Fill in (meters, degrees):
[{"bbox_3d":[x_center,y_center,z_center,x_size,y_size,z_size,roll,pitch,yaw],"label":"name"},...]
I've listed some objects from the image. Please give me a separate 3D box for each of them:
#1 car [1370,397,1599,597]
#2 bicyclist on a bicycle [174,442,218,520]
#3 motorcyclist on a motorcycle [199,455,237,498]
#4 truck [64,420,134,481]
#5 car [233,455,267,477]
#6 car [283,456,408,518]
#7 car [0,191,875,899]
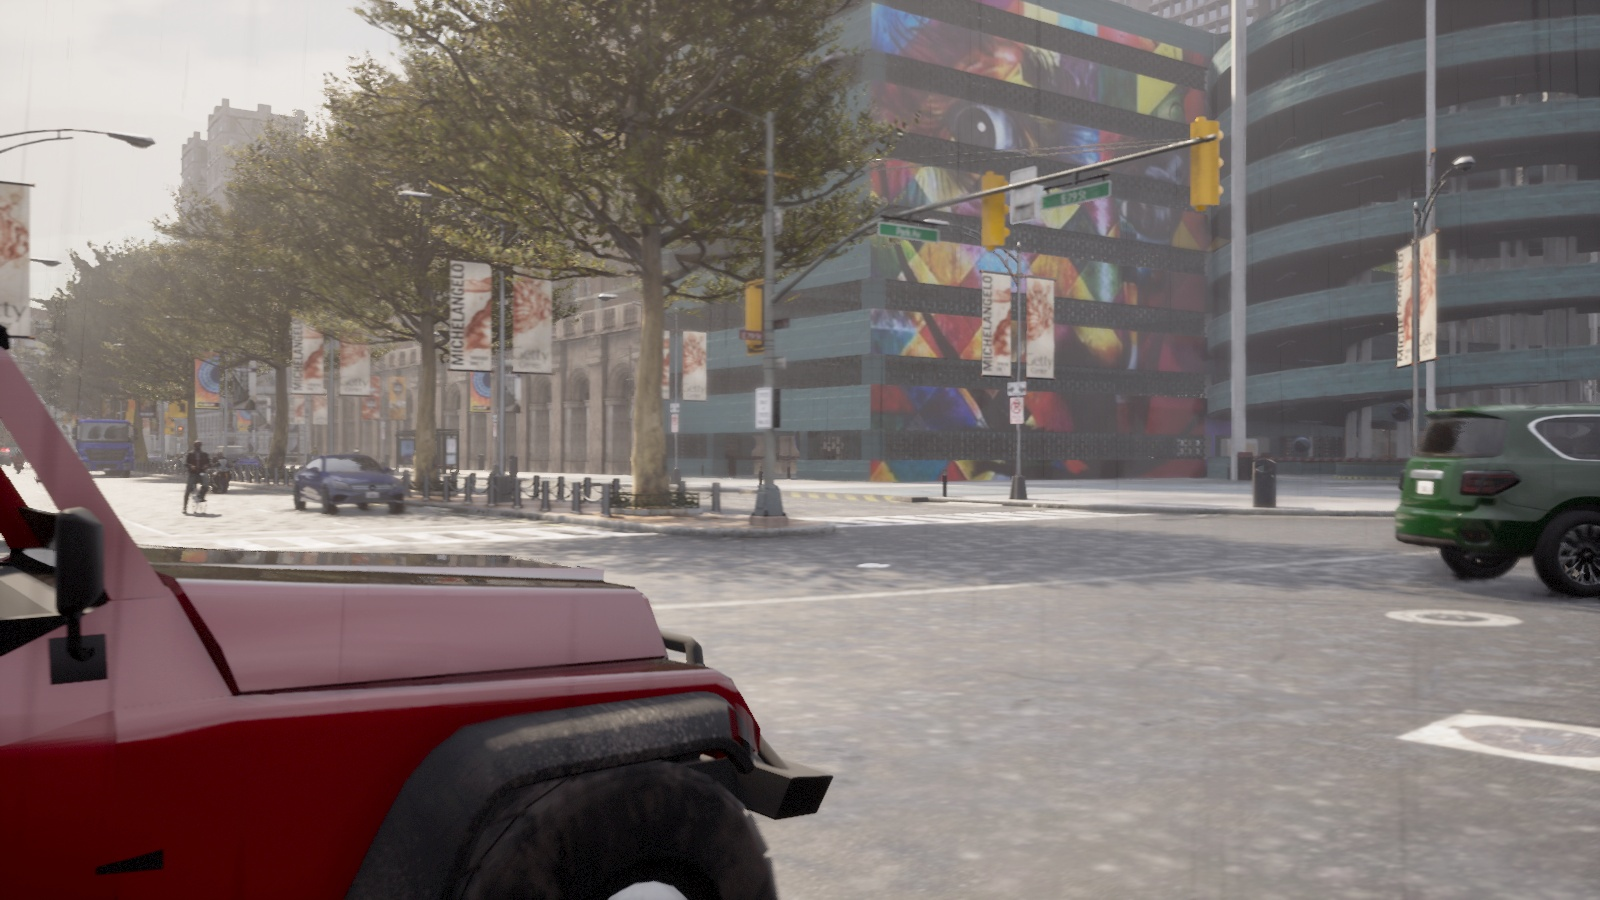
[{"bbox_3d":[9.646,0.478,14.053,5.566,2.045,2.150,0,0,-2],"label":"car"},{"bbox_3d":[-14.238,0.718,29.589,0.659,1.776,1.843,0,0,-35],"label":"bicyclist on a bicycle"},{"bbox_3d":[-20.941,0.935,45.185,0.866,1.530,2.191,0,0,-35],"label":"motorcyclist on a motorcycle"},{"bbox_3d":[-42.262,0.038,75.557,2.891,3.462,7.936,0,0,-35],"label":"truck"},{"bbox_3d":[-37.846,1.050,86.446,1.816,1.474,4.193,0,0,-19],"label":"car"},{"bbox_3d":[-11.610,0.873,31.892,1.812,1.442,4.674,0,0,-35],"label":"car"},{"bbox_3d":[-1.926,0.552,2.522,3.866,1.878,1.905,0,0,-39],"label":"car"}]
